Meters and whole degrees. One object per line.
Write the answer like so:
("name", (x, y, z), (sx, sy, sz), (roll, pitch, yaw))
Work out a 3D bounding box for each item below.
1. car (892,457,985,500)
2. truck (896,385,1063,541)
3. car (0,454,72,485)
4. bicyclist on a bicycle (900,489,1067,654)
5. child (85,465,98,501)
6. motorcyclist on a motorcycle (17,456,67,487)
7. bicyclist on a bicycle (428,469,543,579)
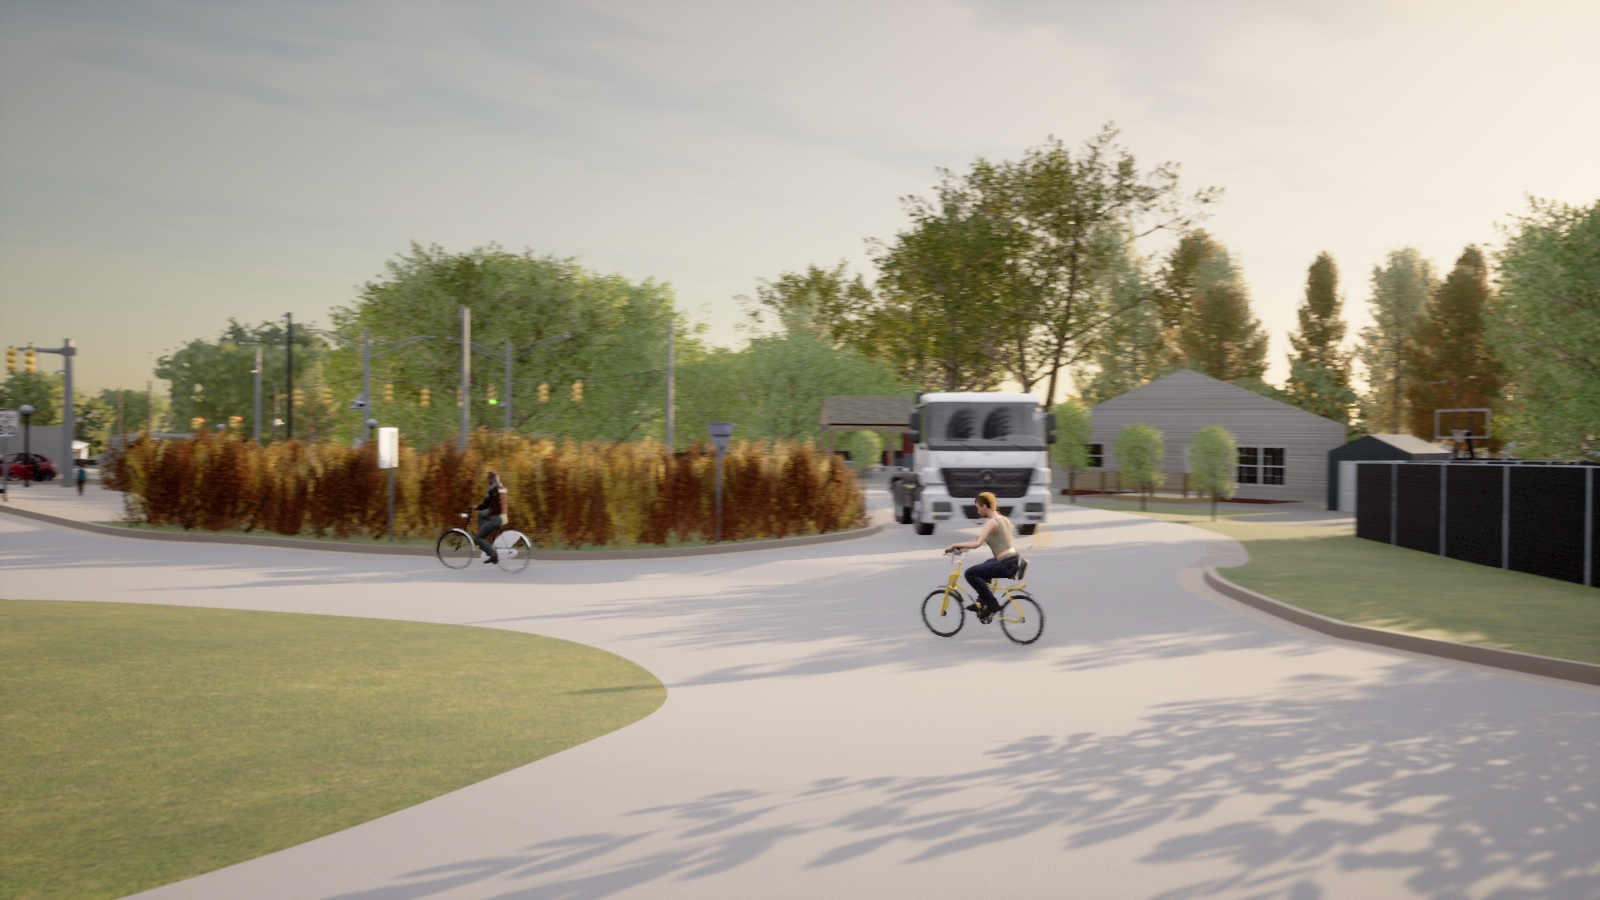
("car", (5.272, 1.061, 48.364), (1.970, 1.475, 3.806), (-1, 1, -22))
("truck", (4.284, 0.255, 31.760), (2.891, 3.462, 7.936), (0, 0, -1))
("car", (-41.795, 1.046, 67.733), (3.988, 1.617, 1.851), (2, -2, -43))
("bicyclist on a bicycle", (1.969, 1.251, 13.500), (1.509, 1.612, 0.866), (-1, 1, 38))
("child", (-24.254, 1.125, 43.012), (0.343, 1.192, 0.448), (0, 1, -34))
("motorcyclist on a motorcycle", (-39.190, 1.119, 64.923), (0.797, 1.523, 2.044), (1, -1, 43))
("bicyclist on a bicycle", (-5.441, 1.261, 21.730), (1.843, 1.776, 0.659), (2, 2, 19))
